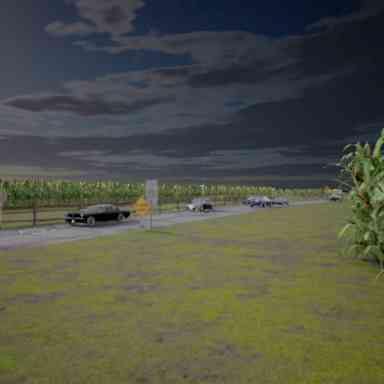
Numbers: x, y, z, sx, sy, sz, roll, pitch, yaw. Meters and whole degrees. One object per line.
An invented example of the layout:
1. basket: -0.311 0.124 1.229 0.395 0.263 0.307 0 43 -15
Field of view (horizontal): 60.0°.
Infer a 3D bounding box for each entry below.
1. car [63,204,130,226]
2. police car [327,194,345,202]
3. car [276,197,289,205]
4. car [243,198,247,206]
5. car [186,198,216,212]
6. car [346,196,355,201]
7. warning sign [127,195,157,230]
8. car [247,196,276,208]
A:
1. car: -6.538 1.562 23.217 1.895 1.301 4.718 1 0 29
2. police car: 33.314 1.354 77.808 1.930 1.638 5.238 1 1 45
3. car: 15.073 1.510 56.585 1.994 1.385 4.181 1 0 34
4. car: 9.888 1.436 53.570 1.882 1.535 5.008 1 0 31
5. car: 1.016 1.435 37.242 2.128 1.511 4.902 1 0 27
6. car: 40.520 1.374 84.638 5.366 1.575 1.801 0 1 -42
7. warning sign: -2.836 1.131 18.891 1.300 1.860 1.060 1 0 30
8. car: 10.159 1.307 48.345 2.097 1.767 4.553 1 0 30
